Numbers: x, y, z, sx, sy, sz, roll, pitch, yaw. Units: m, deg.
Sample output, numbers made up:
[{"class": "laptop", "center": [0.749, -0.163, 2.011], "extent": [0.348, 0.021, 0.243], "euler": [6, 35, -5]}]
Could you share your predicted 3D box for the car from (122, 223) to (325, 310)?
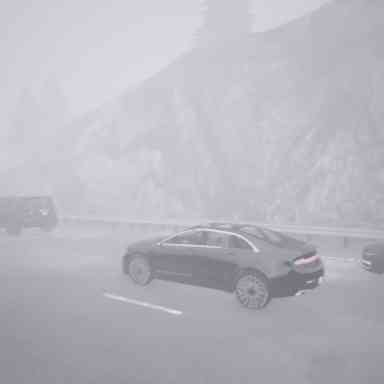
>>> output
[{"class": "car", "center": [0.474, 1.476, 7.767], "extent": [4.902, 1.511, 2.128], "euler": [0, 0, 34]}]

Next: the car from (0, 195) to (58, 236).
[{"class": "car", "center": [-9.834, 1.199, 18.368], "extent": [5.566, 2.045, 2.150], "euler": [0, 0, 30]}]

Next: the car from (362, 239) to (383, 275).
[{"class": "car", "center": [6.674, 1.480, 7.726], "extent": [4.892, 1.490, 1.837], "euler": [0, 0, 36]}]
